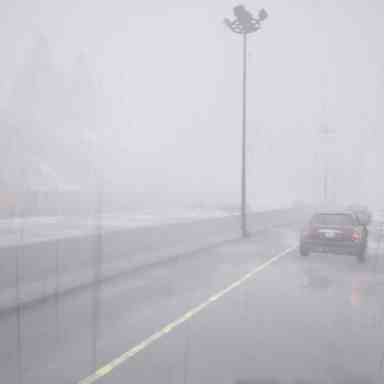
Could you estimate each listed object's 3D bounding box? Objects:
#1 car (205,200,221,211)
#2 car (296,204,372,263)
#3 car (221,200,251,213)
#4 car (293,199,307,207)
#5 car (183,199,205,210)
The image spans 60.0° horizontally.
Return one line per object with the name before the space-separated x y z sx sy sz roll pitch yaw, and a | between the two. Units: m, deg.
car | 4.021 1.839 45.804 1.812 1.442 4.674 1 0 32
car | 5.684 1.485 13.008 2.097 1.767 4.553 0 -1 29
car | 5.873 1.787 41.943 1.882 1.535 5.008 1 0 31
car | 19.499 2.049 60.068 2.128 1.511 4.902 0 0 28
car | 0.684 1.764 47.003 1.882 1.535 5.008 1 0 32
